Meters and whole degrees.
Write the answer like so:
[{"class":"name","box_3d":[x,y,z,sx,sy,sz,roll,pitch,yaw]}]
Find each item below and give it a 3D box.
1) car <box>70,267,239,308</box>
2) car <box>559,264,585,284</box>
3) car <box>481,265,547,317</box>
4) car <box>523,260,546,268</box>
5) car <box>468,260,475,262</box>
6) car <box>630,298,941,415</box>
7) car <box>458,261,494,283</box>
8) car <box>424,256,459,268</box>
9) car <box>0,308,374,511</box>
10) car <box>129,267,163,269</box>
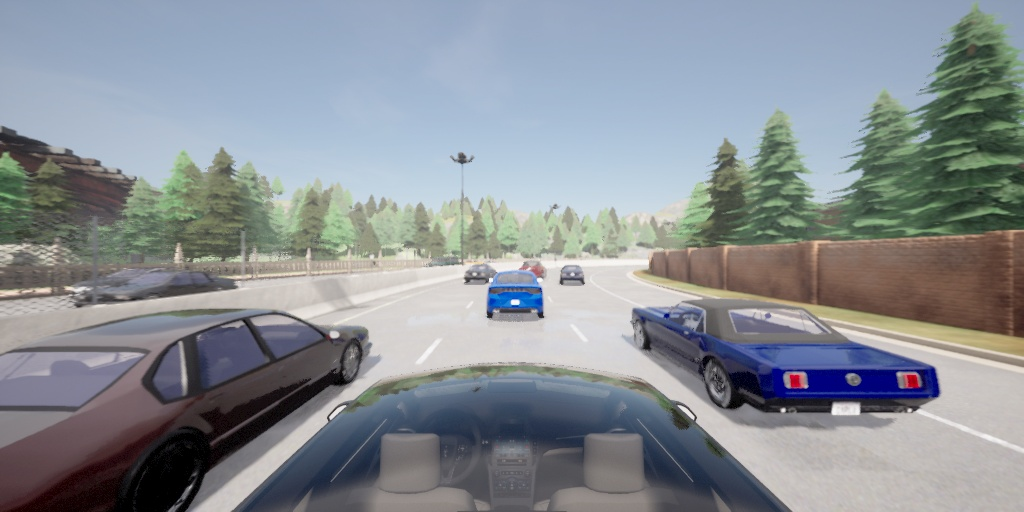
[{"class":"car","box_3d":[-14.097,1.328,14.849,2.033,1.411,5.357,0,0,0]},{"class":"car","box_3d":[4.683,1.358,27.927,2.033,1.411,5.357,0,0,9]},{"class":"car","box_3d":[0.129,1.254,13.292,1.882,1.535,5.008,0,0,1]},{"class":"car","box_3d":[1.950,1.172,32.171,2.097,1.767,4.553,0,0,11]},{"class":"car","box_3d":[-7.005,1.401,61.443,1.882,1.535,5.008,0,0,25]},{"class":"car","box_3d":[3.600,1.361,6.081,1.895,1.301,4.718,0,0,0]},{"class":"car","box_3d":[-2.324,1.359,28.318,2.033,1.411,5.357,0,0,8]},{"class":"car","box_3d":[-7.537,1.060,38.928,2.150,2.045,5.566,0,-1,14]},{"class":"car","box_3d":[-3.402,1.303,3.969,2.033,1.411,5.357,0,0,0]},{"class":"car","box_3d":[-17.428,1.276,17.012,2.128,1.511,4.902,0,0,2]}]
